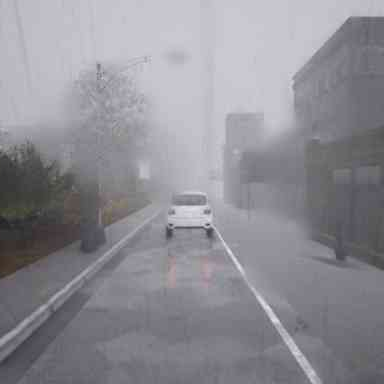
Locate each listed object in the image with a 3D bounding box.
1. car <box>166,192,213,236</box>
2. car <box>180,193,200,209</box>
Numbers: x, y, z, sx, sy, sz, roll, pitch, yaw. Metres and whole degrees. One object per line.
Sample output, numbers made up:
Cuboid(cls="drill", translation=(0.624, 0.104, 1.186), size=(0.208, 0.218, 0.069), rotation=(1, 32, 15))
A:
Cuboid(cls="car", translation=(-0.139, 0.995, 17.110), size=(2.150, 2.045, 5.566), rotation=(0, 1, -1))
Cuboid(cls="car", translation=(-0.196, 0.868, 35.890), size=(2.033, 1.411, 5.357), rotation=(0, 2, 0))
